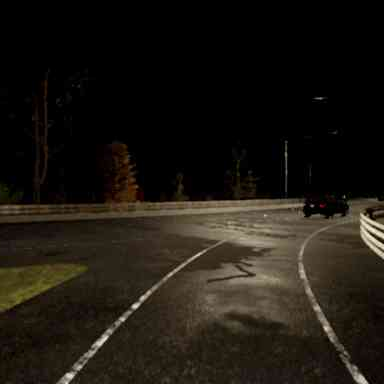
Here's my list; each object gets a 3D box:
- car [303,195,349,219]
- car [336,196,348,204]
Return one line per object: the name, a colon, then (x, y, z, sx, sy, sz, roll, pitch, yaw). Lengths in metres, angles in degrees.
car: (12.033, 1.271, 29.848, 5.566, 2.045, 2.150, 0, 0, -44)
car: (32.414, 1.649, 72.018, 2.128, 1.511, 4.902, 0, 0, 22)
